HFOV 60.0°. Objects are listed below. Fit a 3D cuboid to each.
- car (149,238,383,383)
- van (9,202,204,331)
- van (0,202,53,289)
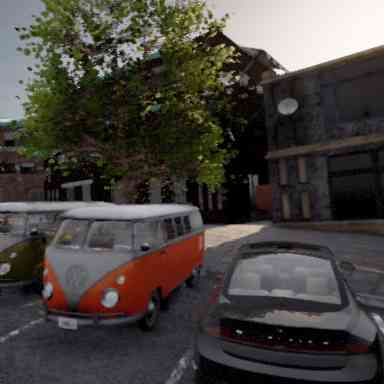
[{"bbox_3d":[1.384,1.483,5.037,2.231,1.521,4.892,0,-1,16],"label":"car"},{"bbox_3d":[-1.088,1.248,6.699,1.878,1.987,4.442,1,0,16],"label":"van"},{"bbox_3d":[-3.546,1.240,8.469,1.878,1.987,4.442,1,-1,16],"label":"van"}]
